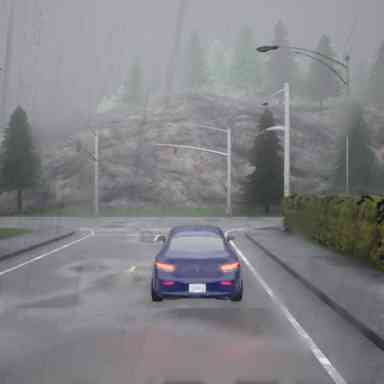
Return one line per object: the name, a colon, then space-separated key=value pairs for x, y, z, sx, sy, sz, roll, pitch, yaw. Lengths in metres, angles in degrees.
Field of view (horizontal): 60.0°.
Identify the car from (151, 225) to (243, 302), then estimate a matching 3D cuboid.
car: x=0.106 y=1.526 z=8.157 sx=1.812 sy=1.442 sz=4.674 roll=0 pitch=0 yaw=0
